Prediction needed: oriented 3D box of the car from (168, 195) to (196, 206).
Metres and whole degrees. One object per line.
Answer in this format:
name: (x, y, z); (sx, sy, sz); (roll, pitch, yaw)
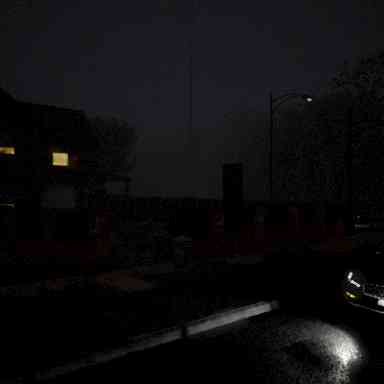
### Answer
car: (-1.711, 1.324, 53.459); (2.128, 1.511, 4.902); (0, 0, -36)

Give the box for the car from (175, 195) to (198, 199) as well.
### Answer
car: (-0.210, 1.227, 39.887); (2.097, 1.767, 4.553); (0, 0, -36)

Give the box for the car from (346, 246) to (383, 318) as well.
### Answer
car: (5.021, 1.505, 6.659); (4.892, 1.490, 1.837); (0, 0, -35)

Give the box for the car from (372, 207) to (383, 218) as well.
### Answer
car: (17.346, 1.566, 26.942); (1.895, 1.301, 4.718); (0, 0, -36)

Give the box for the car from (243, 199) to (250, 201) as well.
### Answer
car: (5.009, 1.437, 32.629); (1.812, 1.442, 4.674); (0, 0, -36)

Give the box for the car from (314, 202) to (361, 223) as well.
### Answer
car: (10.324, 1.472, 25.232); (1.812, 1.442, 4.674); (0, 0, -36)
